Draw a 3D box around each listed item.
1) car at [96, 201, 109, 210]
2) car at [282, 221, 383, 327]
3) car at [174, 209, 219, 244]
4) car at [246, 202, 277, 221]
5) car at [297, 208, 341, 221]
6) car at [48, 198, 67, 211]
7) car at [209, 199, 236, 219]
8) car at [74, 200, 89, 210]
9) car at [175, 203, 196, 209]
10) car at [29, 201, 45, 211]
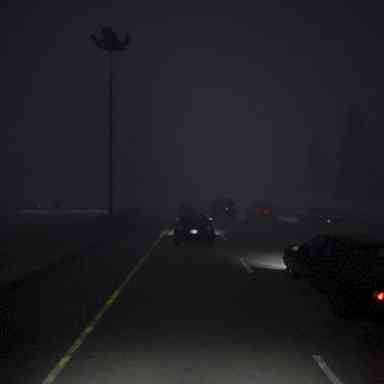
[{"bbox_3d":[-14.799,2.229,55.348,1.882,1.535,5.008,0,-1,-13],"label":"car"},{"bbox_3d":[3.601,1.652,7.522,2.033,1.411,5.357,0,-1,0],"label":"car"},{"bbox_3d":[0.103,1.799,17.157,1.994,1.385,4.181,0,-1,0],"label":"car"},{"bbox_3d":[6.620,1.790,32.189,2.097,1.767,4.553,0,-1,-4],"label":"car"},{"bbox_3d":[10.400,1.979,27.730,1.895,1.301,4.718,0,-1,-2],"label":"car"},{"bbox_3d":[-21.435,1.942,53.145,2.150,2.045,5.566,0,-1,-13],"label":"car"},{"bbox_3d":[3.042,1.687,34.031,2.150,2.045,5.566,0,-1,-5],"label":"car"},{"bbox_3d":[-18.370,2.103,55.253,2.097,1.767,4.553,0,-1,-13],"label":"car"},{"bbox_3d":[-0.626,1.987,35.323,1.837,1.490,4.892,1,0,-5],"label":"car"},{"bbox_3d":[-25.459,2.246,54.779,1.837,1.490,4.892,0,-1,-14],"label":"car"}]
